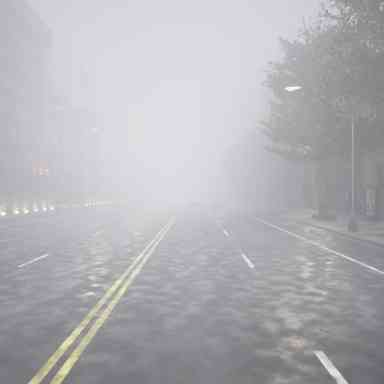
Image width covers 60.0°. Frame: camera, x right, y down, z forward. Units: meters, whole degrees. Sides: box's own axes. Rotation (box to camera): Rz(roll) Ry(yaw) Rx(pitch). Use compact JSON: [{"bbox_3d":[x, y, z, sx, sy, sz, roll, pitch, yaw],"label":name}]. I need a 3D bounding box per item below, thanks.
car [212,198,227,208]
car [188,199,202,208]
[{"bbox_3d":[3.901,1.561,47.297,1.994,1.385,4.181,0,0,0],"label":"car"},{"bbox_3d":[0.409,1.598,48.229,1.895,1.301,4.718,0,0,0],"label":"car"}]
